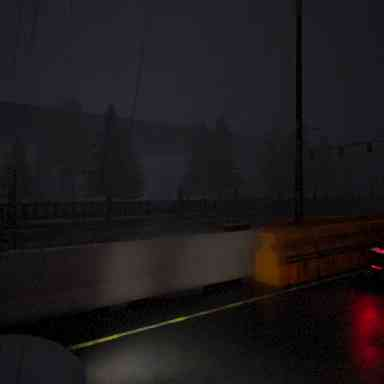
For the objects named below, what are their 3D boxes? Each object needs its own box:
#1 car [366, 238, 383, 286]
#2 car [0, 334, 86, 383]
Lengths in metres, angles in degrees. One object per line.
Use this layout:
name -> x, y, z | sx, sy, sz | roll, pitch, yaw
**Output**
car -> 6.202, 1.491, 8.176 | 4.902, 1.511, 2.128 | 0, 0, -36
car -> -2.907, 1.526, 1.675 | 4.674, 1.442, 1.812 | 1, 0, -36
